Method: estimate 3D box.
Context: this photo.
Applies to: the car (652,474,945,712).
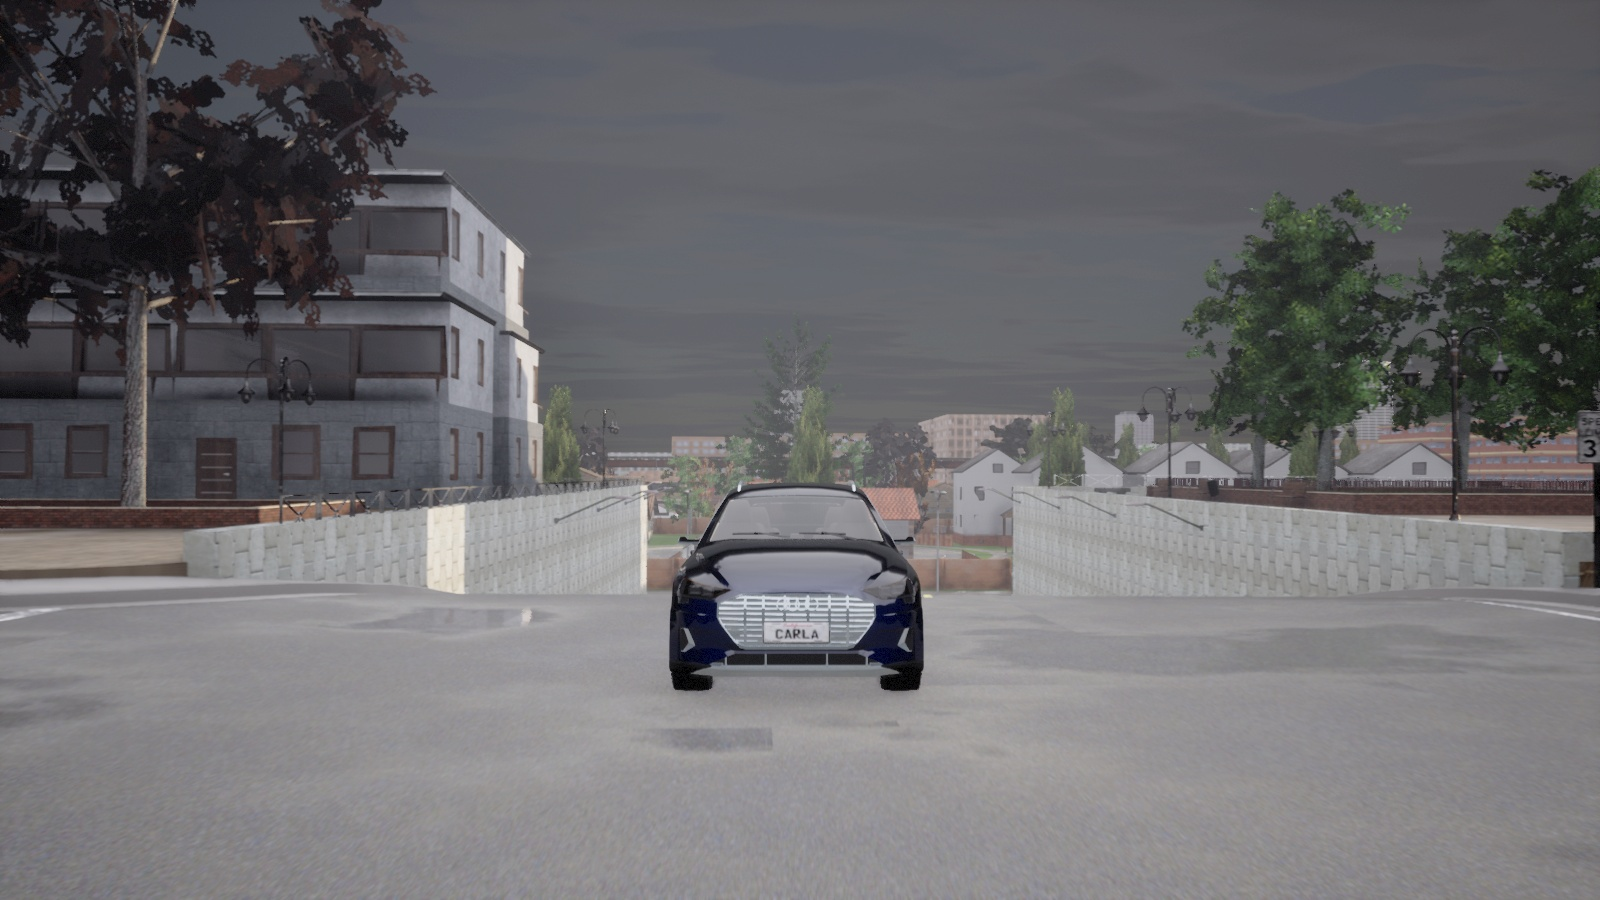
[{"bbox_3d":[-0.019,1.073,11.217,2.033,1.649,4.856,0,-2,0],"label":"car"}]
